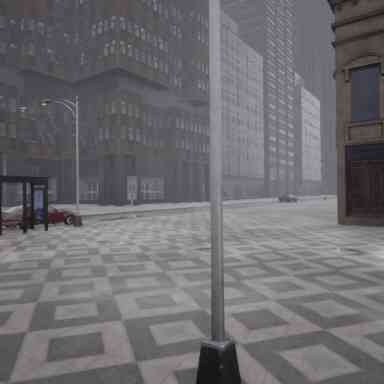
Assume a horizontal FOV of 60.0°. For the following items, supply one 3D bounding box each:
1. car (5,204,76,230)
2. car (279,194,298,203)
[{"bbox_3d":[-9.330,1.430,20.314,1.812,1.442,4.674,-1,0,35],"label":"car"},{"bbox_3d":[16.445,1.110,56.507,1.882,1.535,5.008,-1,0,35],"label":"car"}]
